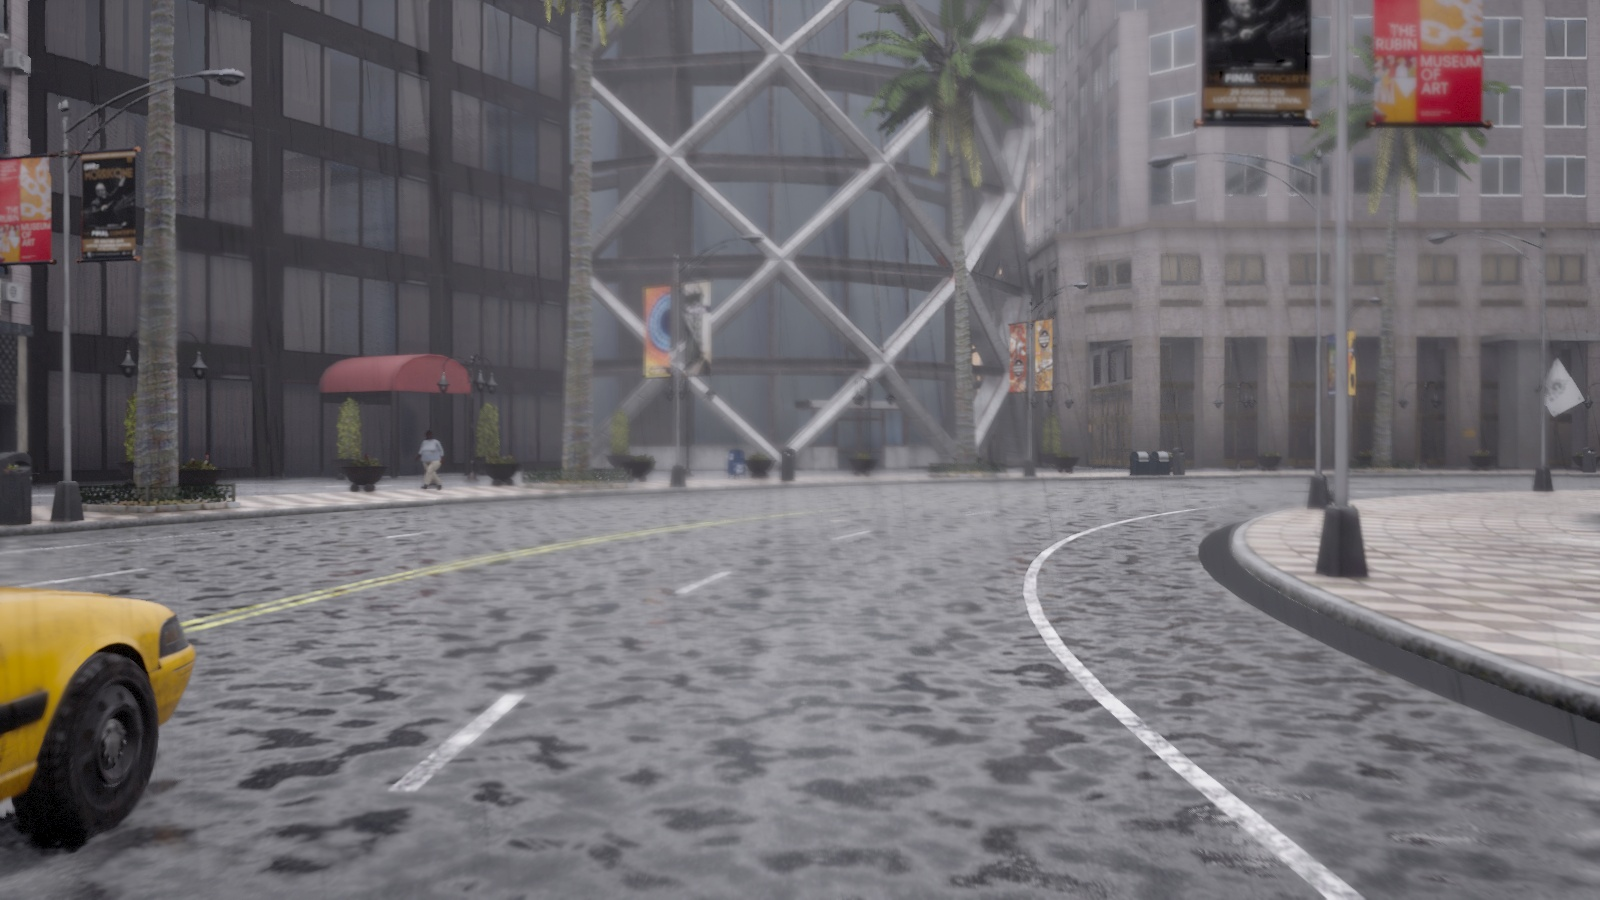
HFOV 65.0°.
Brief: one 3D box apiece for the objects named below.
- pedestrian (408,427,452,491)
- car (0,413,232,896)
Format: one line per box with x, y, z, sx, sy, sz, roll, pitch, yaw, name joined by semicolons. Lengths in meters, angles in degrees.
-10.872;0.249;36.944;0.874;1.855;0.900;0;0;24;pedestrian
-3.514;0.670;3.062;1.801;1.575;5.366;0;0;0;car
